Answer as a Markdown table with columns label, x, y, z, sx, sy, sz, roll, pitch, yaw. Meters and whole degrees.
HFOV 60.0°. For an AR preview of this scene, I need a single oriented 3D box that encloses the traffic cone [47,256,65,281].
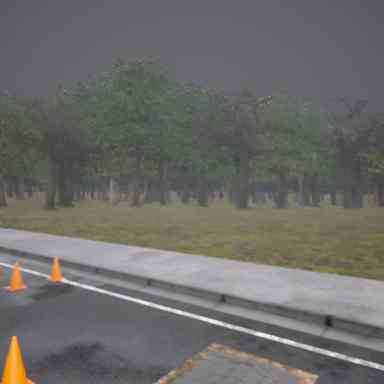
| label | x | y | z | sx | sy | sz | roll | pitch | yaw |
| --- | --- | --- | --- | --- | --- | --- | --- | --- | --- |
| traffic cone | -3.513 | 1.951 | 8.599 | 0.340 | 0.580 | 0.340 | 0 | 0 | 36 |

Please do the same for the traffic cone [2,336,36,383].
| label | x | y | z | sx | sy | sz | roll | pitch | yaw |
| --- | --- | --- | --- | --- | --- | --- | --- | --- | --- |
| traffic cone | -2.038 | 1.953 | 3.821 | 0.340 | 0.580 | 0.340 | 0 | 0 | 36 |

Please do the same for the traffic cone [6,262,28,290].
| label | x | y | z | sx | sy | sz | roll | pitch | yaw |
| --- | --- | --- | --- | --- | --- | --- | --- | --- | --- |
| traffic cone | -4.100 | 1.948 | 7.790 | 0.340 | 0.580 | 0.340 | 0 | 0 | 36 |
